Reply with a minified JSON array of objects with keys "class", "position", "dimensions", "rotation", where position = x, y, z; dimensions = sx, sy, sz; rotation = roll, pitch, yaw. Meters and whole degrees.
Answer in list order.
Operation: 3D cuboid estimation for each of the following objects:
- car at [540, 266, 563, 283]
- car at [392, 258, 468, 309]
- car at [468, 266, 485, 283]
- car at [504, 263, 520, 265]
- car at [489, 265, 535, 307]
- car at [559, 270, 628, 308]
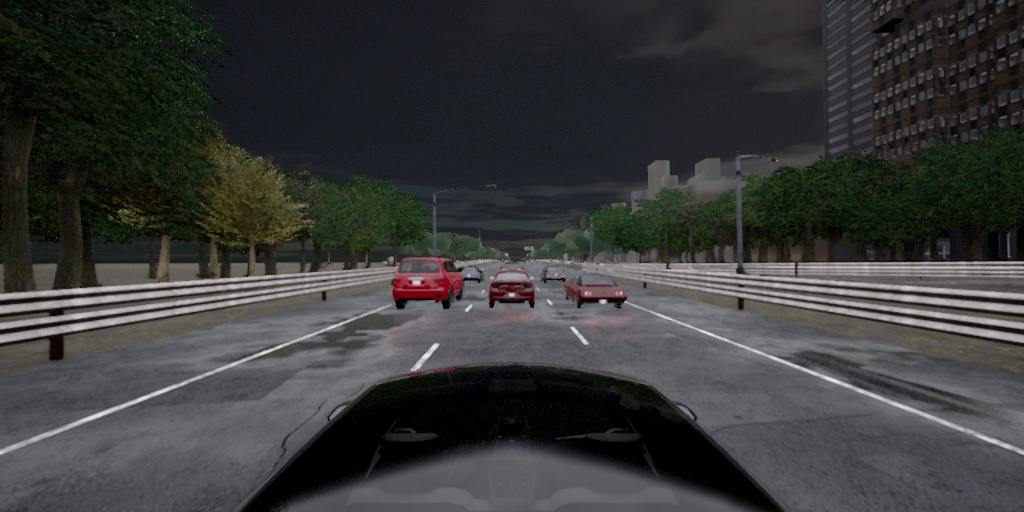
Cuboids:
[{"class":"car","position":[3.486,1.562,30.837],"dimensions":[2.033,1.411,5.357],"rotation":[0,0,0]},{"class":"car","position":[-3.506,1.098,15.873],"dimensions":[2.150,2.045,5.566],"rotation":[0,0,0]},{"class":"car","position":[-3.508,1.582,31.173],"dimensions":[1.994,1.385,4.181],"rotation":[0,0,0]},{"class":"car","position":[-0.012,1.365,30.925],"dimensions":[2.097,1.767,4.553],"rotation":[0,-1,0]},{"class":"car","position":[0.000,1.363,16.312],"dimensions":[1.882,1.535,5.008],"rotation":[0,0,0]},{"class":"car","position":[3.495,1.483,15.957],"dimensions":[1.895,1.301,4.718],"rotation":[0,0,0]}]
